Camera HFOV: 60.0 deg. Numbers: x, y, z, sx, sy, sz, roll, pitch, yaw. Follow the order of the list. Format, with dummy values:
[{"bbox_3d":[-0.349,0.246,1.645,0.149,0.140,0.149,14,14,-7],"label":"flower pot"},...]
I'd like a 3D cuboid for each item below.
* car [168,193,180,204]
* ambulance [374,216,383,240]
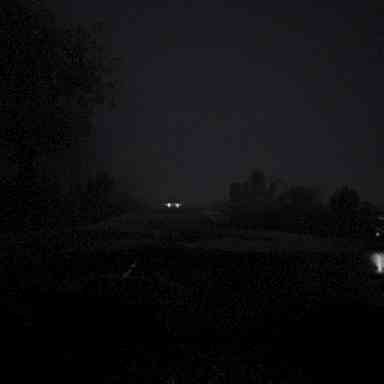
[{"bbox_3d":[-3.503,1.169,64.793,2.150,2.045,5.566,0,0,0],"label":"car"},{"bbox_3d":[11.131,1.182,13.591,6.366,2.431,2.351,1,1,14],"label":"ambulance"}]
